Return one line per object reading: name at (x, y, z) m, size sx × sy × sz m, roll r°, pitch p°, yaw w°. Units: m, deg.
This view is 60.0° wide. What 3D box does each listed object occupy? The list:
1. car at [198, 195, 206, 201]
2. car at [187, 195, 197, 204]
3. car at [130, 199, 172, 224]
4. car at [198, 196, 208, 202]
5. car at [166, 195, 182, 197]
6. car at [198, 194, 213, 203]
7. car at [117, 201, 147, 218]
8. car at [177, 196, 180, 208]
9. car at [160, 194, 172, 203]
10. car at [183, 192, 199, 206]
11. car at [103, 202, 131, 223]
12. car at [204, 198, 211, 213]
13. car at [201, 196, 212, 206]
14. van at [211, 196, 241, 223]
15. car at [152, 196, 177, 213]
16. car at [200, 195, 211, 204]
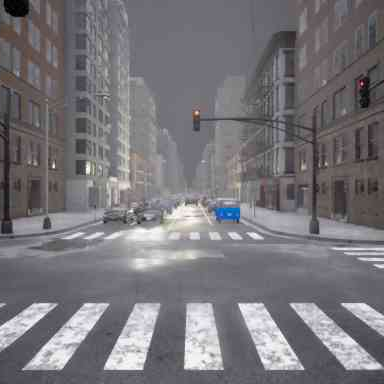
car at (2.513, 1.530, 87.421) m, size 1.947 × 1.339 × 4.313 m, roll 0°, pitch 0°, yaw 0°
car at (-0.093, 1.459, 65.055) m, size 1.882 × 1.535 × 5.008 m, roll 0°, pitch 0°, yaw 0°
car at (-2.872, 1.490, 24.459) m, size 2.128 × 1.511 × 4.902 m, roll 0°, pitch 0°, yaw -1°
car at (2.529, 1.524, 76.059) m, size 2.008 × 1.369 × 4.403 m, roll 0°, pitch 0°, yaw 0°
car at (-2.882, 1.554, 53.150) m, size 1.994 × 1.385 × 4.181 m, roll 0°, pitch 0°, yaw 1°
car at (2.561, 1.305, 53.334) m, size 2.192 × 1.841 × 5.009 m, roll 0°, pitch 0°, yaw 0°
car at (-5.432, 1.543, 30.589) m, size 1.887 × 1.381 × 4.507 m, roll 0°, pitch 0°, yaw 0°
car at (-2.909, 1.560, 43.127) m, size 1.994 × 1.385 × 4.181 m, roll 0°, pitch 0°, yaw 0°
car at (-5.488, 1.292, 70.362) m, size 2.192 × 1.841 × 5.009 m, roll 0°, pitch 0°, yaw 0°
car at (-0.079, 1.340, 55.023) m, size 2.097 × 1.767 × 4.553 m, roll 0°, pitch 0°, yaw 0°
car at (-5.424, 1.549, 24.907) m, size 2.008 × 1.369 × 4.403 m, roll 0°, pitch 0°, yaw 0°
car at (2.585, 1.580, 36.290) m, size 1.802 × 1.307 × 4.206 m, roll 0°, pitch 0°, yaw 0°
car at (2.569, 1.576, 47.653) m, size 1.802 × 1.307 × 4.206 m, roll 0°, pitch 0°, yaw 0°
van at (2.601, 1.340, 24.927) m, size 1.690 × 1.788 × 3.998 m, roll 0°, pitch 0°, yaw 0°
car at (-2.899, 1.476, 33.902) m, size 1.882 × 1.535 × 5.008 m, roll 0°, pitch 0°, yaw 0°
car at (2.545, 1.421, 64.696) m, size 1.967 × 1.590 × 4.097 m, roll 0°, pitch 0°, yaw 0°
